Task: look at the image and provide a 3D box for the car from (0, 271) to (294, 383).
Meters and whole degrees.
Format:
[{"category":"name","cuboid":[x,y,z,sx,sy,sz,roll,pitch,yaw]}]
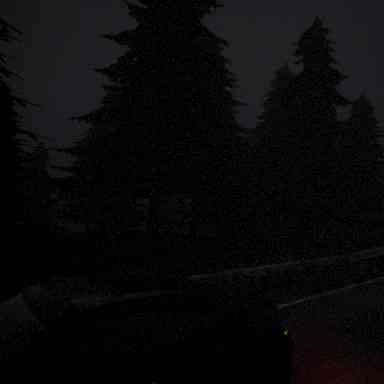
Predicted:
[{"category":"car","cuboid":[-1.067,1.532,2.855,4.674,1.442,1.812,1,0,-35]}]
